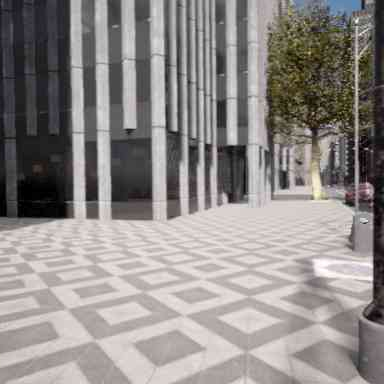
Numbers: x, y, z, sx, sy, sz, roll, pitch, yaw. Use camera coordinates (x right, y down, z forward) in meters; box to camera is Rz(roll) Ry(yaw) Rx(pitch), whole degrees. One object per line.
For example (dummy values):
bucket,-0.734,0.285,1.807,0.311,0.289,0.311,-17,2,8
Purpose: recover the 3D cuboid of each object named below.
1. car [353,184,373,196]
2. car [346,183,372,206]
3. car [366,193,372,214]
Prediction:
car,25.879,-0.318,50.408,2.097,1.767,4.553,0,2,19
car,15.667,0.188,30.918,2.150,2.045,5.566,0,2,19
car,11.376,0.945,18.728,1.895,1.301,4.718,0,2,19
